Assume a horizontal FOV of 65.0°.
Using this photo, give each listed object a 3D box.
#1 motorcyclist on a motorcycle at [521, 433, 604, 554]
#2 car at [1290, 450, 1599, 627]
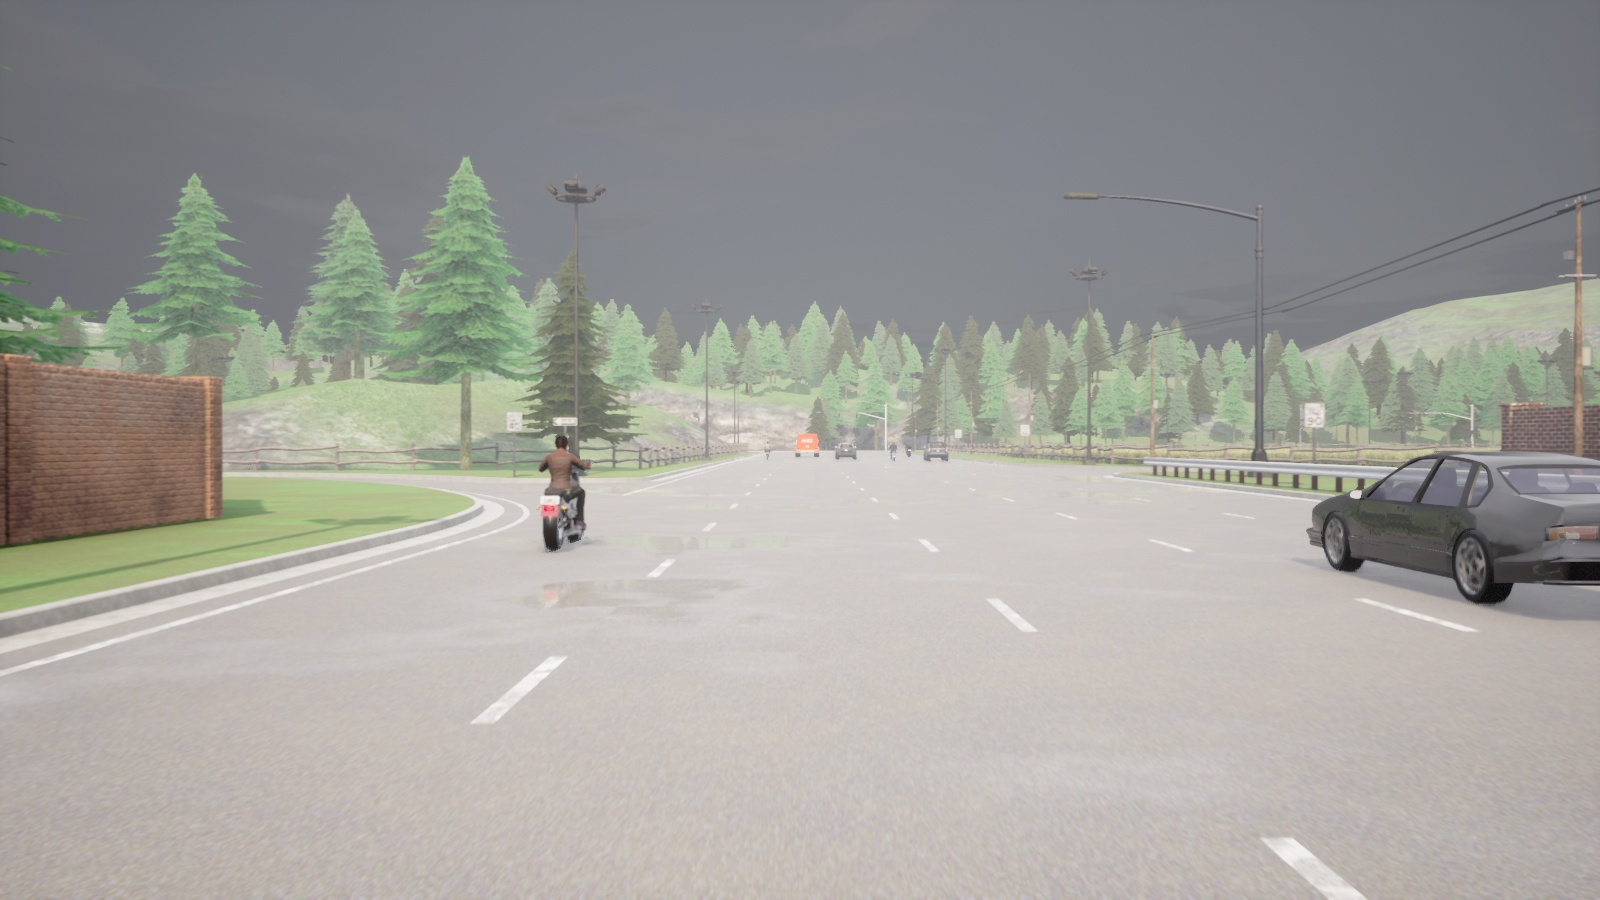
[{"bbox_3d":[-3.404,0.591,18.240,0.766,1.649,2.350,0,0,0],"label":"motorcyclist on a motorcycle"},{"bbox_3d":[7.089,0.727,12.911,2.033,1.411,5.357,0,0,0],"label":"car"}]
